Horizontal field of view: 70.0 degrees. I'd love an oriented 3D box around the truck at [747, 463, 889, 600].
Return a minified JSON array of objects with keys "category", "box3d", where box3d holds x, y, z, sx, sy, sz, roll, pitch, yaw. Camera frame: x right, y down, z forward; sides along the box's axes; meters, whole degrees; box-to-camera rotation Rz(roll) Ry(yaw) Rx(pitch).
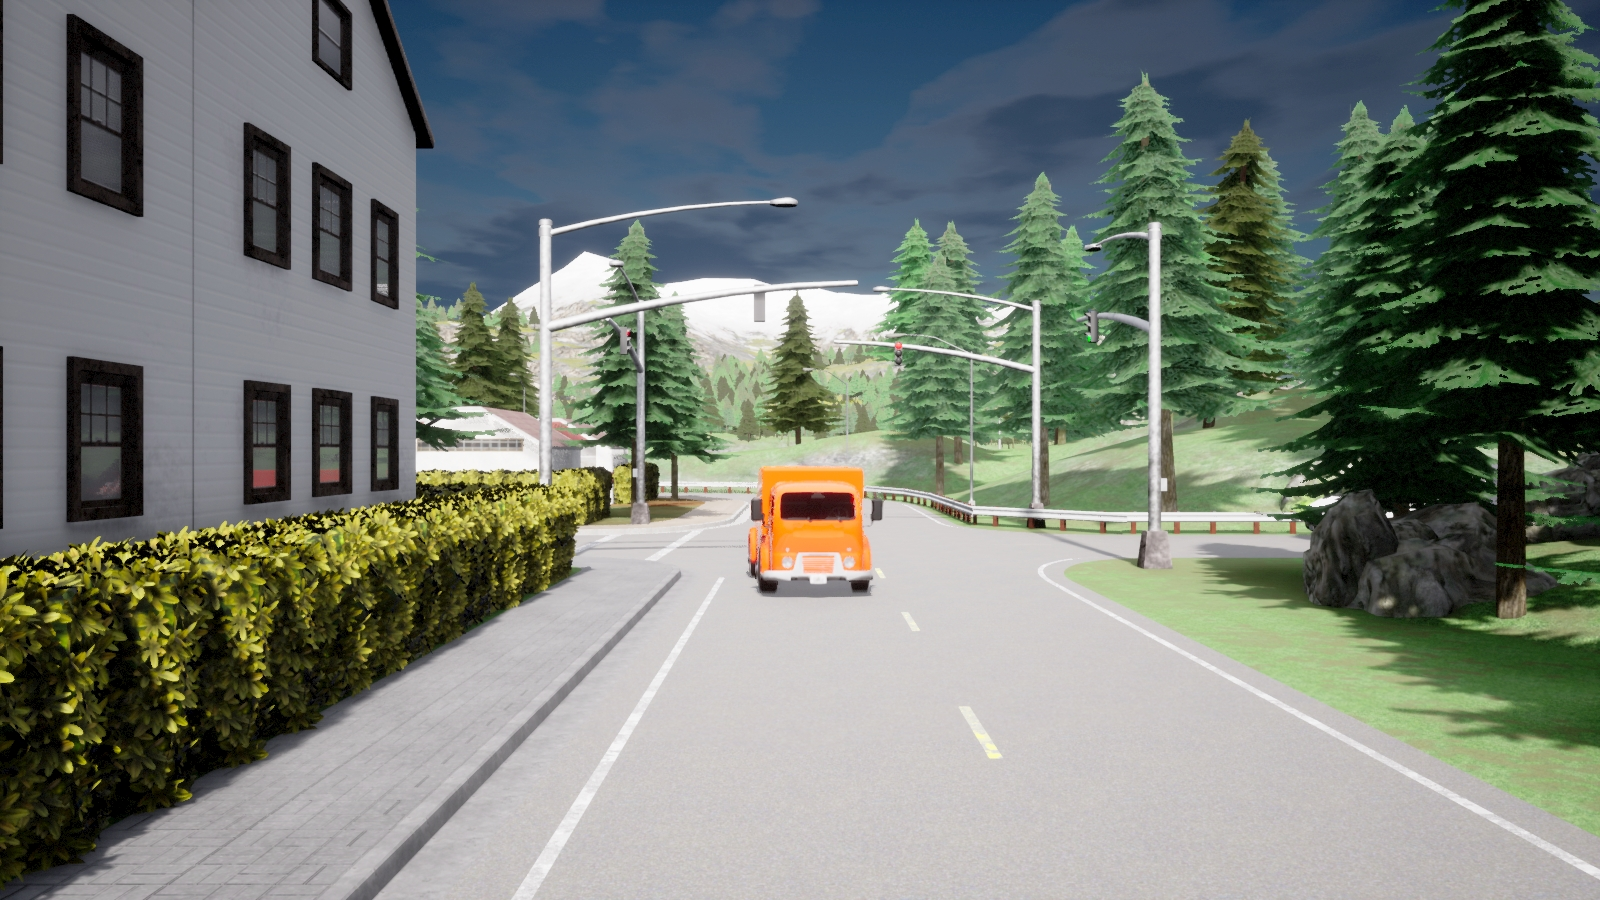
[{"category":"truck","box3d":[0.212,1.547,23.843,2.627,2.467,5.204,0,0,-3]}]
